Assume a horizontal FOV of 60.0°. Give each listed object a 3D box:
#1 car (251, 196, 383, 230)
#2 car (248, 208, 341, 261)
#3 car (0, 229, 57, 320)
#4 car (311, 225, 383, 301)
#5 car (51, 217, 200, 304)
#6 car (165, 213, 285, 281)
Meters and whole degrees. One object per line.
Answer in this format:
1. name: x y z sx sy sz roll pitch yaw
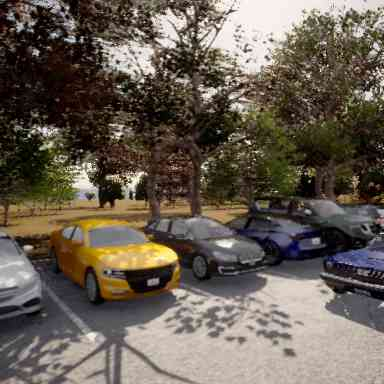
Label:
1. car: 4.623 1.218 13.320 2.435 2.045 5.566 0 0 -35
2. car: 2.321 1.502 11.748 2.163 1.488 4.792 0 0 -35
3. car: -4.466 1.520 6.878 2.002 1.452 4.674 0 0 -35
4. car: 5.012 1.594 7.565 4.718 1.301 1.895 0 0 -35
5. car: -2.199 1.477 8.497 2.097 1.535 5.008 0 0 -35
6. car: 0.068 1.476 10.115 2.231 1.521 4.892 0 0 -35
